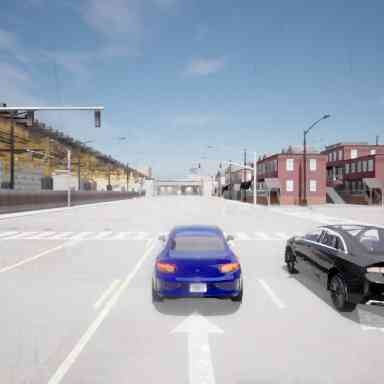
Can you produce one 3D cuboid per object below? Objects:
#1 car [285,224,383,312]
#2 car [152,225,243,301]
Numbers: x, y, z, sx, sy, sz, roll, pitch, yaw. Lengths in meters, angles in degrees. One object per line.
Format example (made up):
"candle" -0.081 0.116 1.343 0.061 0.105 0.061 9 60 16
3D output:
"car" 3.610 1.492 7.687 2.128 1.511 4.902 0 0 -1
"car" 0.107 1.526 8.180 1.812 1.442 4.674 0 0 0
